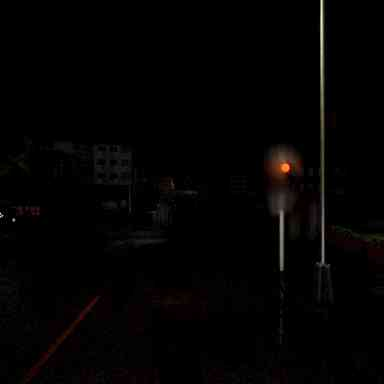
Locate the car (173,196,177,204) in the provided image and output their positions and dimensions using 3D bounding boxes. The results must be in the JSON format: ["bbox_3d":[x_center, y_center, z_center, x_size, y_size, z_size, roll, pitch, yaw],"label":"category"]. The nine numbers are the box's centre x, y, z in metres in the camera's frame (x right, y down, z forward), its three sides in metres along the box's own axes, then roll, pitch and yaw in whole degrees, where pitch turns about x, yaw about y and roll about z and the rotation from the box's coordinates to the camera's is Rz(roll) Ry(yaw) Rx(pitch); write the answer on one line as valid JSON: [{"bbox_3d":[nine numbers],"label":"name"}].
[{"bbox_3d":[-4.008,1.491,53.028,2.128,1.511,4.902,0,0,0],"label":"car"}]

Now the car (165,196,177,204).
[{"bbox_3d":[-3.953,1.477,63.202,1.882,1.535,5.008,0,0,0],"label":"car"}]

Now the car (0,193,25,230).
[{"bbox_3d":[-12.778,1.221,18.757,5.566,2.045,2.150,0,0,0],"label":"car"}]

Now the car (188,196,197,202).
[{"bbox_3d":[0.124,1.583,76.773,1.895,1.301,4.718,0,0,0],"label":"car"}]

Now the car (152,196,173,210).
[{"bbox_3d":[-4.031,1.491,43.064,2.128,1.511,4.902,0,0,0],"label":"car"}]

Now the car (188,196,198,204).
[{"bbox_3d":[0.107,1.547,66.178,2.033,1.411,5.357,0,0,0],"label":"car"}]
